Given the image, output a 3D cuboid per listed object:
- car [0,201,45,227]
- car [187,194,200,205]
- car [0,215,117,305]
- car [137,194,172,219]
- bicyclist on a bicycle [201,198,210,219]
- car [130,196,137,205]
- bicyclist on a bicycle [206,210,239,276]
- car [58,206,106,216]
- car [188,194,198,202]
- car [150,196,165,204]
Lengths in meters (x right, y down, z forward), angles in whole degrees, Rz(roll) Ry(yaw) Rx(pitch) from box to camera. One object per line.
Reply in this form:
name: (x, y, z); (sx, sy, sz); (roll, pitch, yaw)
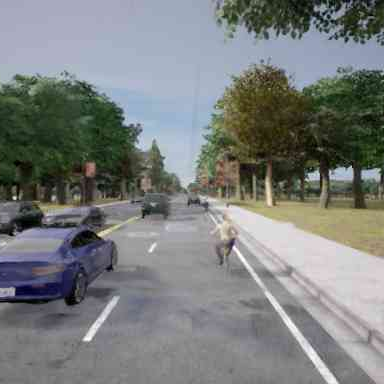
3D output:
car: (-9.771, 1.333, 17.940); (2.097, 1.767, 4.553); (0, 0, 0)
car: (0.325, 1.242, 55.847); (2.097, 1.767, 4.553); (0, 0, 0)
car: (-3.115, 1.515, 7.906); (1.812, 1.442, 4.674); (0, 0, 0)
car: (-3.043, 1.161, 28.921); (2.150, 2.045, 5.566); (0, 0, 0)
bicyclist on a bicycle: (0.993, 1.310, 24.485); (0.659, 1.776, 1.843); (0, 0, 0)
car: (-9.543, 1.459, 58.945); (2.033, 1.411, 5.357); (0, 0, 1)
bicyclist on a bicycle: (0.921, 1.413, 9.328); (0.866, 1.612, 1.509); (0, 0, 1)
car: (-6.514, 1.517, 19.663); (2.033, 1.411, 5.357); (0, 0, 0)
car: (0.297, 1.237, 73.580); (2.097, 1.767, 4.553); (0, 0, 0)
car: (-6.285, 1.450, 60.688); (2.033, 1.411, 5.357); (0, 0, 1)
